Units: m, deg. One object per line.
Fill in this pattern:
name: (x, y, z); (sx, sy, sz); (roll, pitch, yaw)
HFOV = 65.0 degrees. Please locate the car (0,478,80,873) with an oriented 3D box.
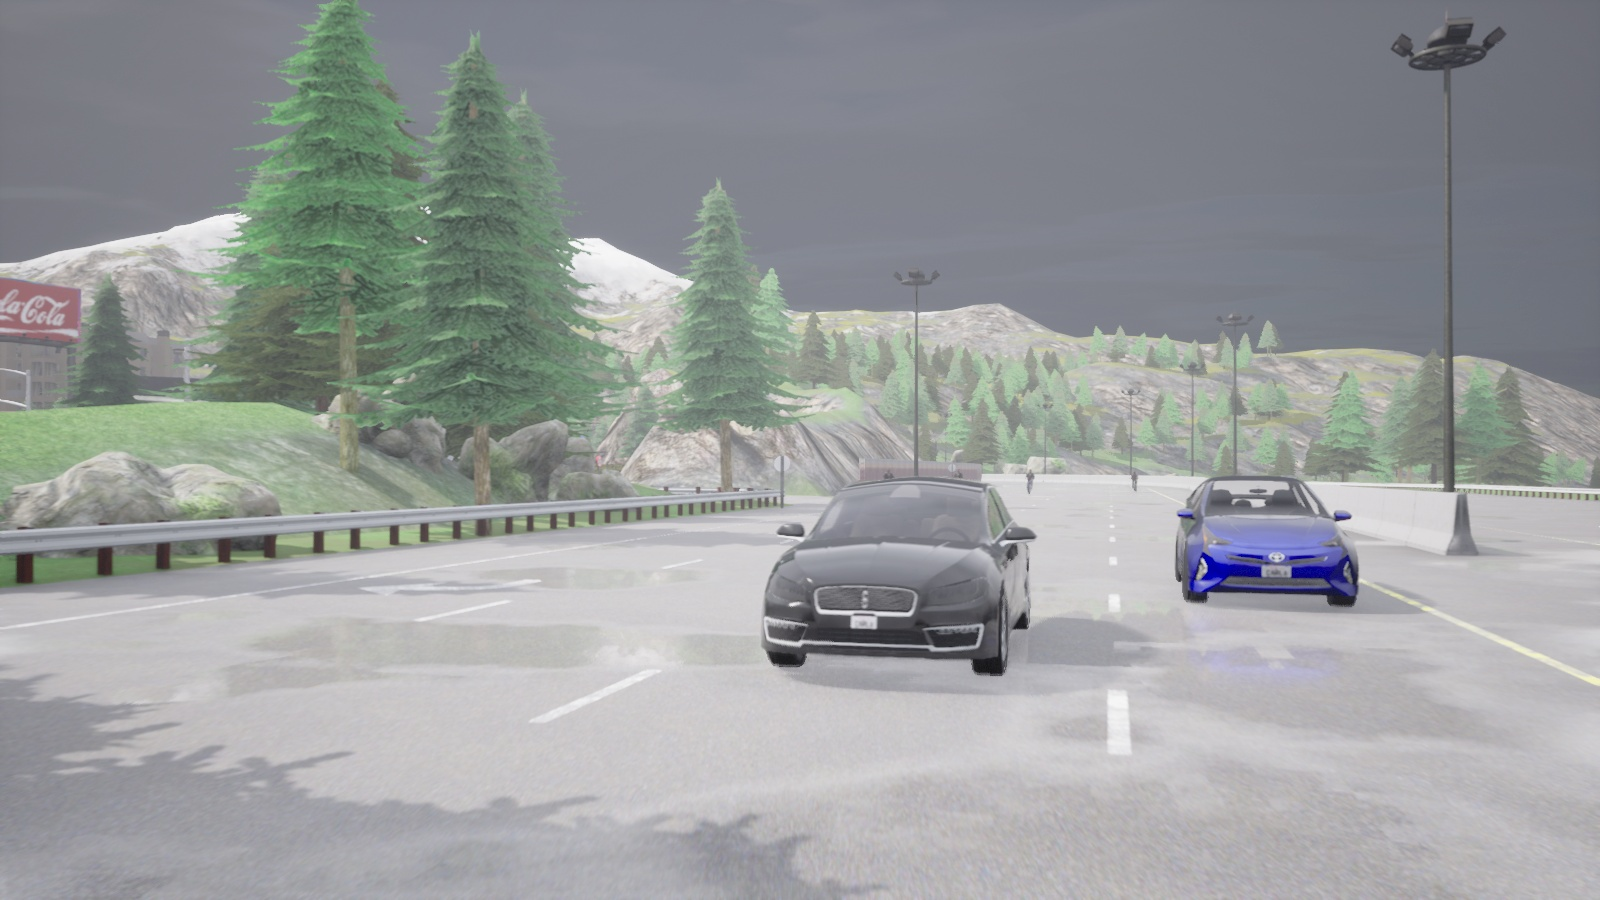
car: (-4.601, 0.841, 3.066); (2.128, 1.511, 4.902); (0, -1, 14)

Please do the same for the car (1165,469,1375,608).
car: (5.849, 1.008, 16.172); (2.007, 1.525, 4.514); (0, -1, 14)

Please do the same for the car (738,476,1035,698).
car: (1.032, 1.003, 11.268); (1.837, 1.490, 4.892); (0, -1, 14)
